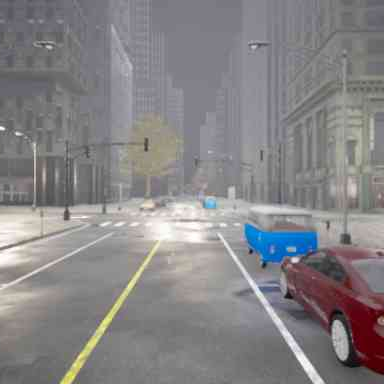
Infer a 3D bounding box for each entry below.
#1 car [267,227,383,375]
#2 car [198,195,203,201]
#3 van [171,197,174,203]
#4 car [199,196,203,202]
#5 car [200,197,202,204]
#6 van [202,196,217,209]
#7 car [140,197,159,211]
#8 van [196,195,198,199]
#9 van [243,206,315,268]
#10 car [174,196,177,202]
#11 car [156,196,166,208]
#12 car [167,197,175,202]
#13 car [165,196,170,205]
[{"bbox_3d":[2.781,1.572,5.664,1.887,1.381,4.507,0,0,0],"label":"car"},{"bbox_3d":[2.788,1.922,70.826,2.008,1.369,4.403,0,0,0],"label":"car"},{"bbox_3d":[-5.735,1.740,75.515,1.690,1.788,3.998,0,0,0],"label":"van"},{"bbox_3d":[2.784,1.853,60.000,1.887,1.381,4.507,0,0,0],"label":"car"},{"bbox_3d":[2.783,1.844,54.586,1.947,1.339,4.313,0,0,0],"label":"car"},{"bbox_3d":[2.782,1.590,49.175,1.690,1.788,3.998,0,0,0],"label":"van"},{"bbox_3d":[-5.752,1.744,43.608,1.752,1.417,4.829,0,0,0],"label":"car"},{"bbox_3d":[2.795,1.842,92.480,1.690,1.788,3.998,0,0,0],"label":"van"},{"bbox_3d":[2.784,1.394,11.191,1.690,1.788,3.998,0,0,0],"label":"van"},{"bbox_3d":[-5.733,2.028,86.091,1.947,1.339,4.313,0,0,0],"label":"car"},{"bbox_3d":[-5.742,1.822,54.358,1.887,1.381,4.507,0,0,0],"label":"car"},{"bbox_3d":[-5.731,2.019,91.211,1.752,1.417,4.829,0,0,0],"label":"car"},{"bbox_3d":[-5.740,1.621,59.649,2.192,1.841,5.009,0,0,0],"label":"car"}]
